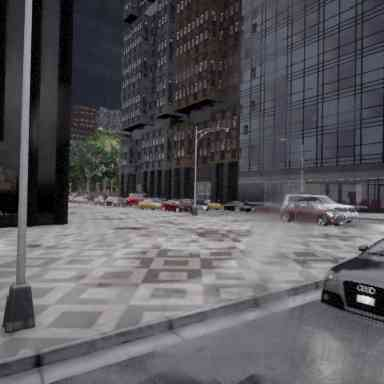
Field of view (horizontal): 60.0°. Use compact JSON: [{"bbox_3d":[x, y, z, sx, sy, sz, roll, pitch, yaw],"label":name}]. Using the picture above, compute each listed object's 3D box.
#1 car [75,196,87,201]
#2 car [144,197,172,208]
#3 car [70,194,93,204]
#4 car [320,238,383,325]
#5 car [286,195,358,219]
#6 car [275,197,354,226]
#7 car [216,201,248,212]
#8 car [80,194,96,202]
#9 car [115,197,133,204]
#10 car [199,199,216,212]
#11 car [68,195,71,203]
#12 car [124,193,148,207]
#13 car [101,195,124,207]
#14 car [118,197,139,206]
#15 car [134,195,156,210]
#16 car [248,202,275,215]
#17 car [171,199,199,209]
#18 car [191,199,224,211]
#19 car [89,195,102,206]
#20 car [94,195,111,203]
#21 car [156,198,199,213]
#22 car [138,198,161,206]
[{"bbox_3d":[-29.842,1.695,89.420,1.752,1.417,4.829,2,-1,-36],"label":"car"},{"bbox_3d":[-5.223,1.590,50.243,2.128,1.511,4.902,2,-1,-35],"label":"car"},{"bbox_3d":[-20.650,1.473,61.870,1.752,1.417,4.829,2,-1,-36],"label":"car"},{"bbox_3d":[4.431,1.569,6.536,4.181,1.385,1.994,0,0,-36],"label":"car"},{"bbox_3d":[9.232,1.221,24.591,2.150,2.045,5.566,2,-1,-35],"label":"car"},{"bbox_3d":[7.926,1.368,21.834,1.967,1.590,4.097,2,-1,-37],"label":"car"},{"bbox_3d":[5.317,1.727,40.153,1.947,1.339,4.313,2,-1,-36],"label":"car"},{"bbox_3d":[-26.551,1.485,84.818,2.192,1.841,5.009,2,-1,-36],"label":"car"},{"bbox_3d":[-13.807,1.737,66.951,1.947,1.339,4.313,2,-1,-36],"label":"car"},{"bbox_3d":[0.015,1.501,37.508,2.128,1.511,4.902,2,-1,-35],"label":"car"},{"bbox_3d":[-23.935,1.387,66.477,1.967,1.590,4.097,2,-1,-36],"label":"car"},{"bbox_3d":[-7.285,1.240,47.814,2.150,2.045,5.566,2,-1,-35],"label":"car"},{"bbox_3d":[-11.184,1.387,48.609,1.967,1.590,4.097,2,-1,-36],"label":"car"},{"bbox_3d":[-11.301,1.625,58.687,1.812,1.442,4.674,2,-1,-36],"label":"car"},{"bbox_3d":[-4.711,1.466,39.535,1.752,1.417,4.829,2,-1,-36],"label":"car"},{"bbox_3d":[8.504,1.740,35.687,1.802,1.307,4.206,2,-1,-36],"label":"car"},{"bbox_3d":[-1.057,1.719,49.086,2.008,1.369,4.403,2,-1,-36],"label":"car"},{"bbox_3d":[2.032,1.690,44.759,1.752,1.417,4.829,2,-1,-36],"label":"car"},{"bbox_3d":[-14.375,1.530,53.074,1.802,1.307,4.206,2,-1,-36],"label":"car"},{"bbox_3d":[-20.354,1.514,75.487,2.097,1.767,4.553,2,-1,-36],"label":"car"},{"bbox_3d":[-1.622,1.482,35.207,1.887,1.381,4.507,2,-1,-36],"label":"car"},{"bbox_3d":[-7.432,1.722,58.019,2.008,1.369,4.403,2,-1,-36],"label":"car"}]
